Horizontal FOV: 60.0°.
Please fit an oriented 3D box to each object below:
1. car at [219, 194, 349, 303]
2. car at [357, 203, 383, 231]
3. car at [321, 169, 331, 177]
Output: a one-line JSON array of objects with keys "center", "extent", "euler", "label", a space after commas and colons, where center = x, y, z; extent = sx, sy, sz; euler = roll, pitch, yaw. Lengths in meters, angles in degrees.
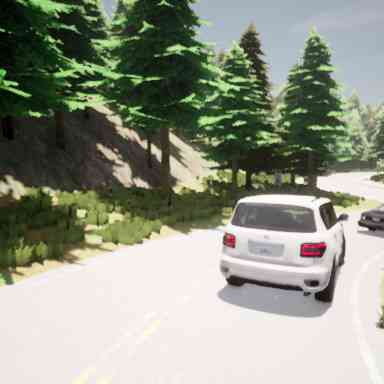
[{"center": [2.552, 1.076, 8.368], "extent": [2.150, 2.045, 5.566], "euler": [3, 3, 27], "label": "car"}, {"center": [10.137, 1.178, 15.822], "extent": [5.357, 1.411, 2.033], "euler": [-2, 6, -32], "label": "car"}, {"center": [24.726, -3.648, 62.526], "extent": [1.882, 1.535, 5.008], "euler": [3, 7, 33], "label": "car"}]
